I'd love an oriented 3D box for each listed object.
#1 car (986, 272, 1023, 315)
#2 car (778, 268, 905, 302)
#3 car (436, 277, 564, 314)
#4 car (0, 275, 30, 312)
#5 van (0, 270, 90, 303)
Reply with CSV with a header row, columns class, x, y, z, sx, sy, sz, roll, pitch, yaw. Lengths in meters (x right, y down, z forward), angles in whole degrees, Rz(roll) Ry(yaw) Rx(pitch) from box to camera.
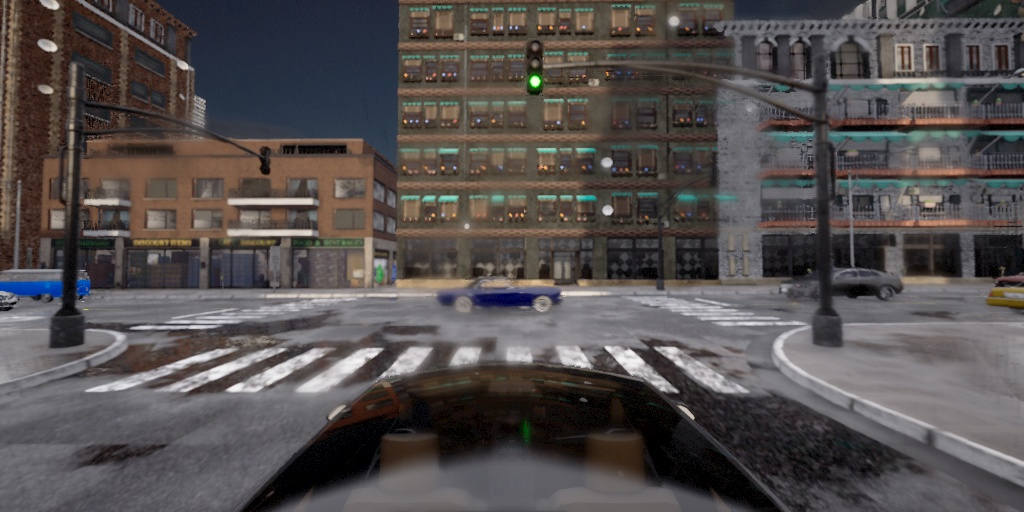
class,x,y,z,sx,sy,sz,roll,pitch,yaw
car,17.653,1.147,10.883,4.829,1.417,1.751,0,0,1
car,15.197,1.312,16.731,4.902,1.511,2.128,-1,-2,1
car,-0.391,1.471,13.852,4.718,1.301,1.895,-1,-2,1
car,-22.705,1.620,14.176,4.674,1.442,1.812,0,-2,1
van,-26.063,1.633,19.888,3.998,1.789,1.690,0,0,1
